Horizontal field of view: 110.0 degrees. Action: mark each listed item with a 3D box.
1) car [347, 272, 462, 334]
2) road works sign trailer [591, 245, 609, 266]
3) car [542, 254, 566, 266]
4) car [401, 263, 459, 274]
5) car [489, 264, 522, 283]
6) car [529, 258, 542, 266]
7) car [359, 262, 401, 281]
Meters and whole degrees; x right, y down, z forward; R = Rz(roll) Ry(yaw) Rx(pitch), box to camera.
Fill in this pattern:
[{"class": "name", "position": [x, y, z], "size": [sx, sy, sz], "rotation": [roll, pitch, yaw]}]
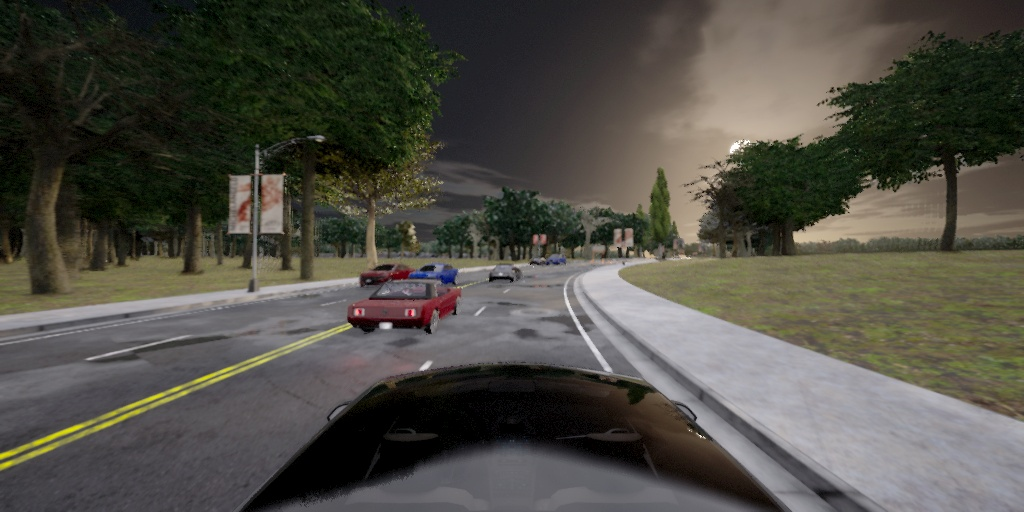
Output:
[{"class": "car", "position": [-2.769, 1.331, 10.509], "size": [1.895, 1.301, 4.718], "rotation": [0, 0, 4]}, {"class": "road works sign trailer", "position": [15.315, -0.160, 63.037], "size": [2.380, 3.560, 2.880], "rotation": [0, 0, 31]}, {"class": "car", "position": [7.698, 0.697, 62.265], "size": [2.150, 2.045, 5.566], "rotation": [-1, 0, 27]}, {"class": "car", "position": [-4.858, 1.191, 22.715], "size": [1.882, 1.535, 5.008], "rotation": [0, 0, 9]}, {"class": "car", "position": [-0.436, 1.268, 27.904], "size": [1.994, 1.385, 4.181], "rotation": [0, 0, 11]}, {"class": "car", "position": [4.845, 1.040, 63.864], "size": [2.033, 1.411, 5.357], "rotation": [0, 0, 27]}, {"class": "car", "position": [-8.017, 1.187, 23.479], "size": [1.882, 1.535, 5.008], "rotation": [0, 0, 9]}]
